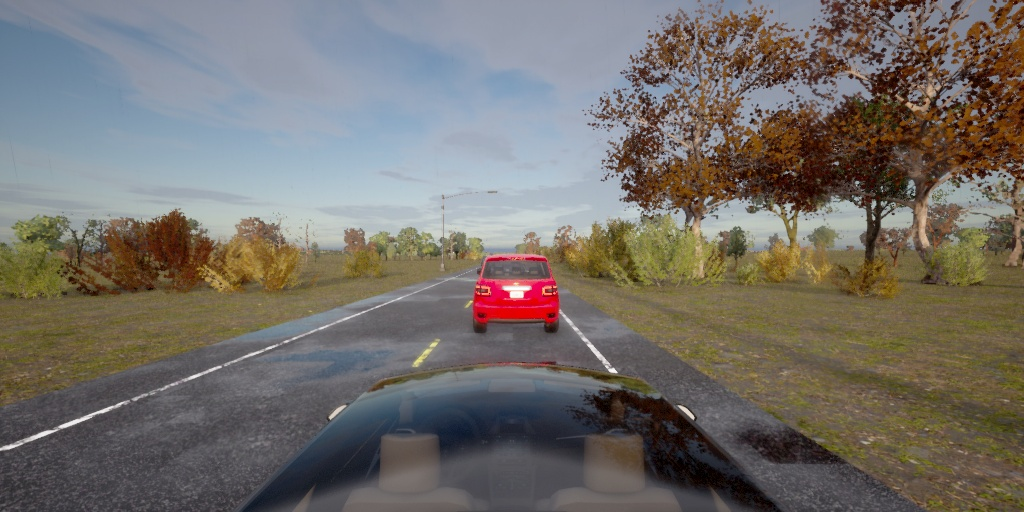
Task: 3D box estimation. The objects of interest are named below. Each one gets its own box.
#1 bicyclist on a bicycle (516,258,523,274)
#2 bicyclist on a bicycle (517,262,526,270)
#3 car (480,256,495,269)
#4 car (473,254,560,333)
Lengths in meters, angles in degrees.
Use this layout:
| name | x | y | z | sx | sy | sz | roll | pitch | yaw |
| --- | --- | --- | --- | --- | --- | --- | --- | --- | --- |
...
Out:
| name | x | y | z | sx | sy | sz | roll | pitch | yaw |
| --- | --- | --- | --- | --- | --- | --- | --- | --- | --- |
| bicyclist on a bicycle | 0.812 | 1.107 | 40.022 | 0.659 | 1.776 | 1.843 | 0 | 0 | 0 |
| bicyclist on a bicycle | 0.880 | 1.110 | 30.010 | 0.659 | 1.776 | 1.843 | 0 | 0 | 0 |
| car | -3.922 | 0.952 | 58.830 | 2.150 | 2.045 | 5.566 | 0 | 0 | 0 |
| car | 0.085 | 0.968 | 10.831 | 2.150 | 2.045 | 5.566 | 0 | 0 | -1 |
